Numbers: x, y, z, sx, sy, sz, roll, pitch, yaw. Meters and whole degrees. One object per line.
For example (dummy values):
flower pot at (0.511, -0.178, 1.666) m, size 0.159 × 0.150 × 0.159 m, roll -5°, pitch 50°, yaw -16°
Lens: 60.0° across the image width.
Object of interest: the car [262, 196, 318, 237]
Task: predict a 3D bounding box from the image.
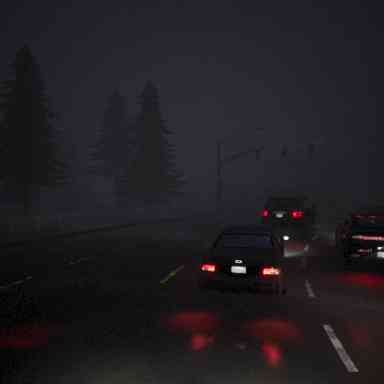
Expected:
car at (5.476, 1.222, 18.307) m, size 2.150 × 2.045 × 5.566 m, roll 0°, pitch 0°, yaw 28°

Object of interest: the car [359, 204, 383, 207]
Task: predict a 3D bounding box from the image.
car at (10.743, 1.505, 19.716) m, size 1.837 × 1.490 × 4.892 m, roll 0°, pitch 0°, yaw 35°

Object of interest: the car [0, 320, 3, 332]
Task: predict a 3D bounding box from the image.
car at (-3.454, 1.549, 1.837) m, size 2.033 × 1.411 × 5.357 m, roll 0°, pitch 0°, yaw 4°

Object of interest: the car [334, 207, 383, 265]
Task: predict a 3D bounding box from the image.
car at (6.032, 1.492, 11.344) m, size 2.128 × 1.511 × 4.902 m, roll 0°, pitch 0°, yaw 20°

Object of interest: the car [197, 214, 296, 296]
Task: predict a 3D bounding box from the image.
car at (1.540, 1.548, 8.858) m, size 2.033 × 1.411 × 5.357 m, roll 0°, pitch 0°, yaw 15°
